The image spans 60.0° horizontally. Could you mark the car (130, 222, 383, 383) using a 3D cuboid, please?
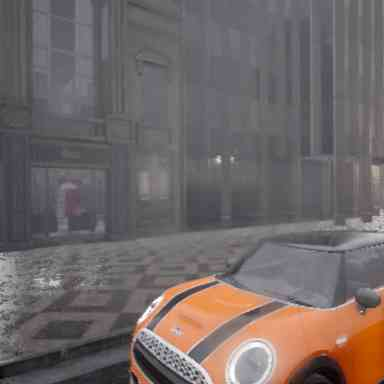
[{"bbox_3d":[1.516,1.360,4.344,4.553,1.767,2.097,0,0,-36],"label":"car"}]
